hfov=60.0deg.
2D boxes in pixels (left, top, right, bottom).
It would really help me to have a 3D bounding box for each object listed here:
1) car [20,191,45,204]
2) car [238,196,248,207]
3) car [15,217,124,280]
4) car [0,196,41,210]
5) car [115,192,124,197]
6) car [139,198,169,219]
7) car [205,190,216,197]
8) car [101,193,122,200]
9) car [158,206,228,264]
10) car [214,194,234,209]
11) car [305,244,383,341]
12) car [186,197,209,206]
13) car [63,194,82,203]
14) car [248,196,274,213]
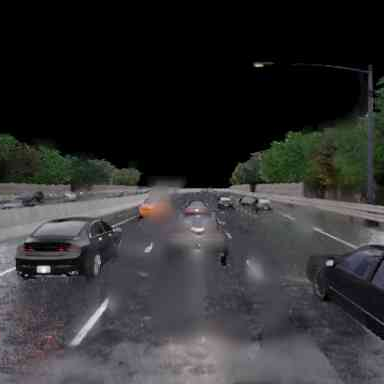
[{"bbox_3d":[-23.883,0.897,49.385,2.150,2.045,5.566,0,1,1],"label":"car"},{"bbox_3d":[7.650,1.272,46.515,1.994,1.385,4.181,0,1,1],"label":"car"},{"bbox_3d":[-3.339,1.498,9.947,1.837,1.490,4.892,0,0,0],"label":"car"},{"bbox_3d":[-17.196,1.441,32.919,1.994,1.385,4.181,0,0,1],"label":"car"},{"bbox_3d":[-16.412,0.746,73.767,2.033,1.411,5.357,0,1,1],"label":"car"},{"bbox_3d":[-3.081,1.266,27.964,2.097,1.767,4.553,0,0,1],"label":"car"},{"bbox_3d":[4.686,0.665,79.374,1.837,1.490,4.892,0,1,1],"label":"car"},{"bbox_3d":[-13.295,1.202,54.118,1.895,1.301,4.718,0,1,2],"label":"car"},{"bbox_3d":[0.179,1.482,11.718,2.128,1.511,4.902,0,0,1],"label":"car"},{"bbox_3d":[4.040,1.307,41.152,1.812,1.442,4.674,0,1,1],"label":"car"},{"bbox_3d":[3.507,1.544,5.196,2.033,1.411,5.357,0,0,0],"label":"car"},{"bbox_3d":[0.443,1.465,29.422,1.994,1.385,4.181,0,1,1],"label":"car"},{"bbox_3d":[-20.232,1.087,56.915,1.812,1.442,4.674,0,1,1],"label":"car"},{"bbox_3d":[7.298,1.379,34.655,1.812,1.442,4.674,0,1,3],"label":"car"}]
